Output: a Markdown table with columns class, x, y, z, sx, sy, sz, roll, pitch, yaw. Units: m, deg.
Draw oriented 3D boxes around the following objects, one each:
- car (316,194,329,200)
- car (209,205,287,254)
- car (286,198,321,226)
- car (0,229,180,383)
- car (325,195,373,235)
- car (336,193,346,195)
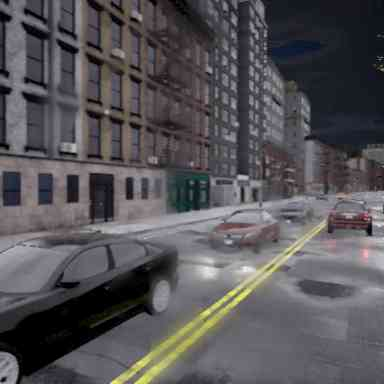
| class | x | y | z | sx | sy | sz | roll | pitch | yaw |
| --- | --- | --- | --- | --- | --- | --- | --- | --- | --- |
| car | 25.456 | 0.999 | 64.797 | 1.994 | 1.385 | 4.181 | 1 | 1 | 28 |
| car | 2.320 | 1.441 | 13.436 | 1.812 | 1.442 | 4.674 | 1 | 1 | 27 |
| car | 7.218 | 1.412 | 22.842 | 2.033 | 1.411 | 5.357 | 1 | 1 | 28 |
| car | -2.013 | 1.427 | 5.098 | 1.882 | 1.535 | 5.008 | 1 | 0 | 27 |
| car | 8.917 | 1.263 | 18.652 | 2.097 | 1.767 | 4.553 | 1 | 1 | 27 |
| car | 28.332 | 0.954 | 63.283 | 1.882 | 1.535 | 5.008 | 1 | 1 | 28 |
